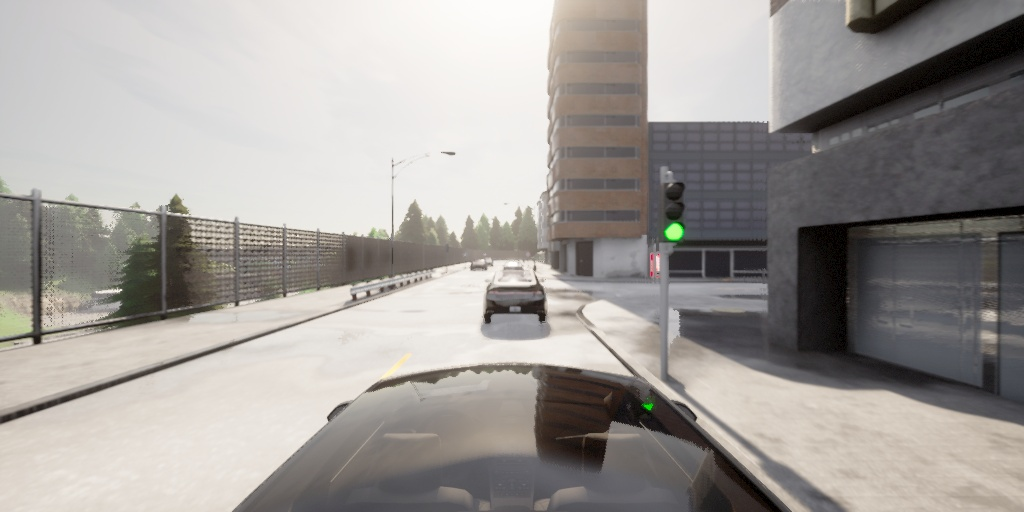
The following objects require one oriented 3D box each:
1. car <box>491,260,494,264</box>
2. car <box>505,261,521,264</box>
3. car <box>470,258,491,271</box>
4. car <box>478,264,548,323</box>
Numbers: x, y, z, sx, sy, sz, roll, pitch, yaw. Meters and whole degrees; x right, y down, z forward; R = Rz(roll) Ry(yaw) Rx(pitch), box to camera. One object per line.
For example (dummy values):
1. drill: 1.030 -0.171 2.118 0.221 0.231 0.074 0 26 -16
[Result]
1. car: -4.020 1.021 58.794 2.033 1.411 5.357 0 0 1
2. car: 0.105 1.148 32.702 2.033 1.411 5.357 0 0 0
3. car: -4.071 1.105 44.969 1.994 1.385 4.181 0 0 0
4. car: 0.092 1.192 11.942 2.128 1.511 4.902 0 0 0
